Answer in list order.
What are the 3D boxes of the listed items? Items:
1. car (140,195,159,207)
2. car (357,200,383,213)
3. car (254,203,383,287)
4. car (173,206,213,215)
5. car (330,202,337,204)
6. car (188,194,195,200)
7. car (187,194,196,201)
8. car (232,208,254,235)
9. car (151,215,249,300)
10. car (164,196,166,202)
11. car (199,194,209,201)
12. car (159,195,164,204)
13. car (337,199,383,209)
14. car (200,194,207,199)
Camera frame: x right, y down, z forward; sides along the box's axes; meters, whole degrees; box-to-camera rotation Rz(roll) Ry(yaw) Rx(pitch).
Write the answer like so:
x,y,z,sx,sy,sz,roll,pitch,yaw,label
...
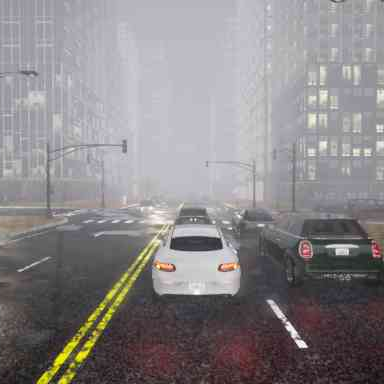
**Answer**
x,y,z,sx,sy,sz,roll,pitch,yaw,label
-6.709,1.528,50.821,1.994,1.385,4.181,0,0,0,car
21.721,1.642,37.941,4.829,1.417,1.752,1,0,1,car
3.329,1.348,9.504,2.097,1.767,4.553,0,0,0,car
0.060,1.495,17.477,1.837,1.490,4.892,0,0,0,car
15.072,1.702,35.427,4.718,1.301,1.895,0,1,0,car
-0.212,1.220,90.810,1.882,1.535,5.008,0,0,0,car
-0.187,1.418,80.393,1.837,1.490,4.892,0,0,0,car
3.307,1.555,17.890,1.994,1.385,4.181,0,0,0,car
0.083,1.522,8.228,1.812,1.442,4.674,0,0,0,car
-6.668,1.416,71.521,1.882,1.535,5.008,0,0,0,car
3.063,1.396,80.400,1.882,1.535,5.008,0,0,0,car
-6.711,1.430,61.146,1.882,1.535,5.008,0,0,1,car
16.132,1.519,29.641,5.009,1.841,2.192,1,0,1,car
3.038,1.266,90.817,1.812,1.442,4.674,0,0,0,car
